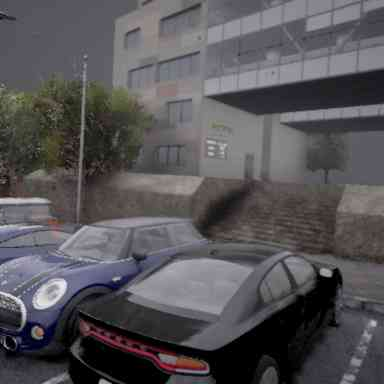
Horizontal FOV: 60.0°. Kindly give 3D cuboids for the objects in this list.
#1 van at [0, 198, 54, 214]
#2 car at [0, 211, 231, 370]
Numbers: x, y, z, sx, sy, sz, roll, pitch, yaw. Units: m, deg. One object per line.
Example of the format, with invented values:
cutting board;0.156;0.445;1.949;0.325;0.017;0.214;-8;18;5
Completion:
van;-5.896;1.173;9.637;1.878;1.987;4.442;1;0;36
car;-1.401;1.317;6.321;2.185;1.767;4.553;1;0;36
